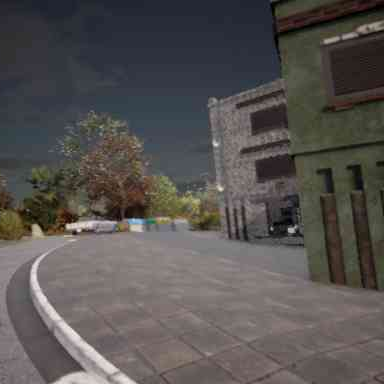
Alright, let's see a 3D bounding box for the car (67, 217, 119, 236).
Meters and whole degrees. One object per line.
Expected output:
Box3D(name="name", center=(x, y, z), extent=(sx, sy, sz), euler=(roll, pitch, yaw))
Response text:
Box3D(name="car", center=(-7.361, 2.569, 25.250), extent=(1.895, 1.301, 4.718), euler=(-6, -7, 12))
